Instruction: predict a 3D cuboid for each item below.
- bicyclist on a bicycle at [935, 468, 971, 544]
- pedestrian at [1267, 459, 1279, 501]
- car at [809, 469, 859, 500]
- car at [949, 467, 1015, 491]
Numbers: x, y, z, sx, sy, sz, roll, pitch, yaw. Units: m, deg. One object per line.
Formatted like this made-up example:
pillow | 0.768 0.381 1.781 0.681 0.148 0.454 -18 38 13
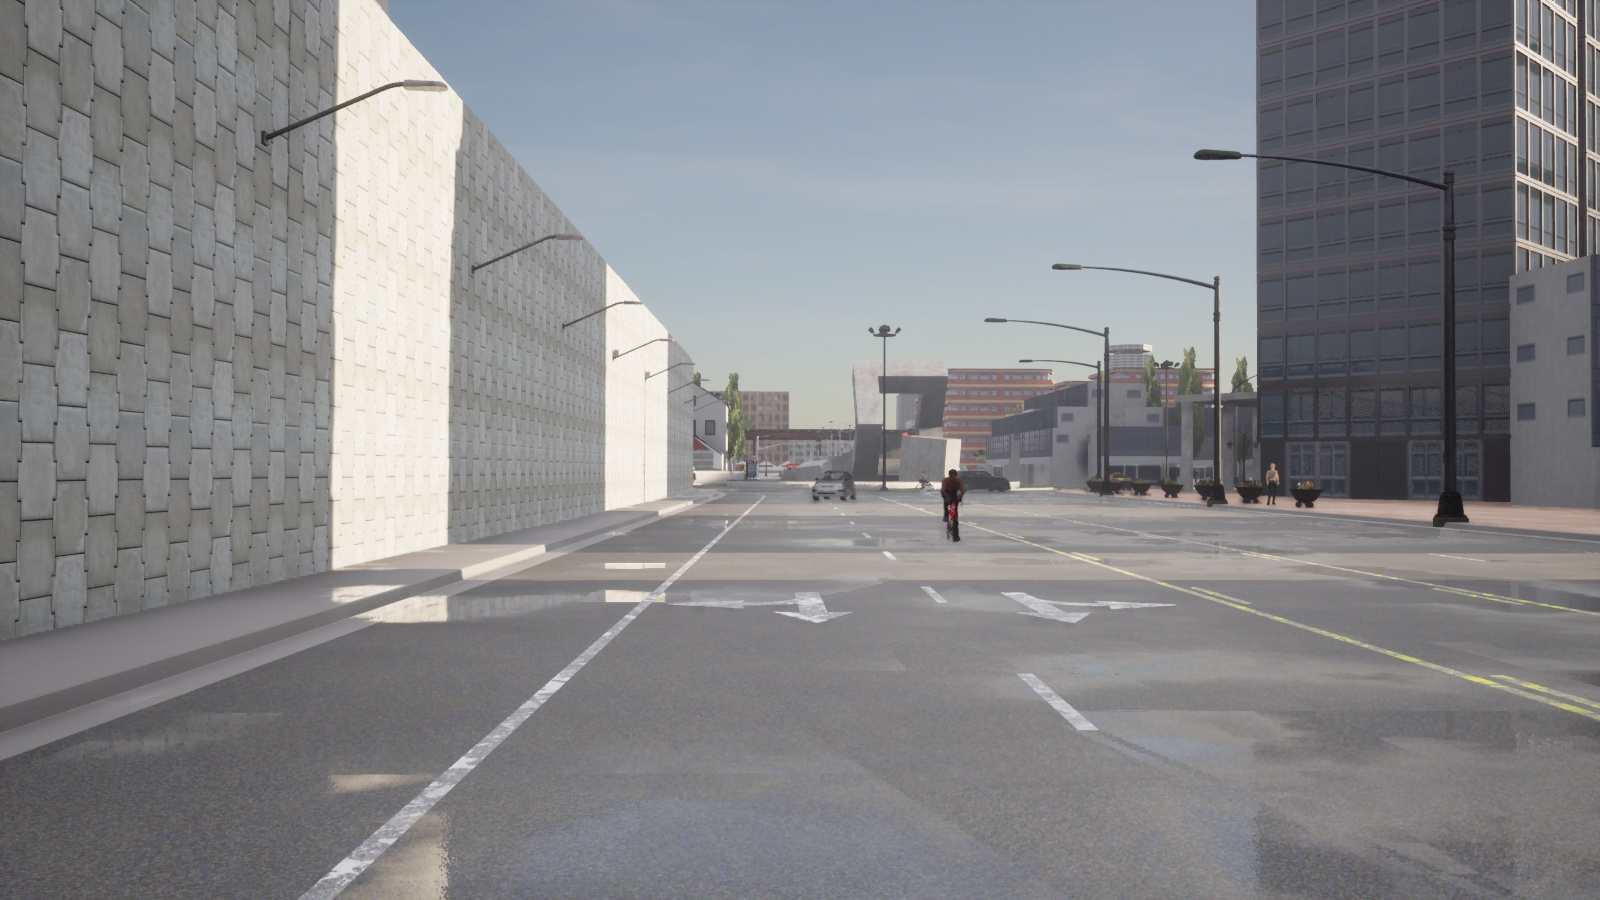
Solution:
bicyclist on a bicycle | 3.385 1.220 27.842 0.582 1.620 1.656 0 -1 0
pedestrian | 20.699 1.309 54.969 0.345 1.836 0.594 -1 -1 32
car | 1.842 1.827 66.945 1.851 1.617 3.988 0 -1 13
car | 14.011 2.238 96.774 4.553 1.767 2.097 0 -1 -16
